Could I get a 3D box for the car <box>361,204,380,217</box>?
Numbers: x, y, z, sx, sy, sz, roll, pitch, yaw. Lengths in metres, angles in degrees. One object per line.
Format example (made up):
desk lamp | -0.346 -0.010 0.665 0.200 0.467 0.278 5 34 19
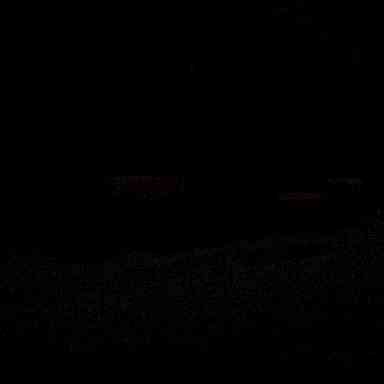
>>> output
car | 18.670 2.056 37.824 2.128 1.511 4.902 -1 -1 -35
